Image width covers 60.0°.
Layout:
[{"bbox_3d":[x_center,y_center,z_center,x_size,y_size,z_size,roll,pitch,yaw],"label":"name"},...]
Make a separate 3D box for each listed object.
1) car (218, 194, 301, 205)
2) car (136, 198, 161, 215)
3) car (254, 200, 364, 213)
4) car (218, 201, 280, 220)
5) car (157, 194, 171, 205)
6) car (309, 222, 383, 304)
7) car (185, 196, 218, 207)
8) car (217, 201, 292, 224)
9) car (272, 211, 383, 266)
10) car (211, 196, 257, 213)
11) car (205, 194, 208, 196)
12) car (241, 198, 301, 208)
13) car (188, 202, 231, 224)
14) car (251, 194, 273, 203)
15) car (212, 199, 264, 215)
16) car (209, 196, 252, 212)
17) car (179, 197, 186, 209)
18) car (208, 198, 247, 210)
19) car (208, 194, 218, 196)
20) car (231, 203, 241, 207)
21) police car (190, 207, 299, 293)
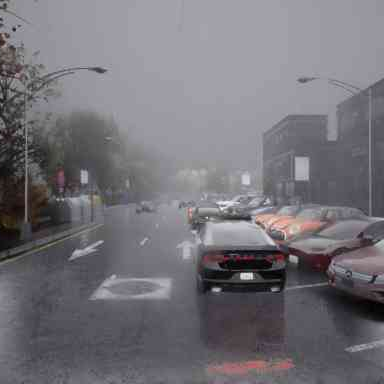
[{"bbox_3d":[4.945,1.251,22.257,5.566,2.045,2.435,1,0,-21],"label":"car"},{"bbox_3d":[-4.678,1.612,35.040,1.994,1.385,4.181,0,0,-1],"label":"car"},{"bbox_3d":[5.125,1.366,13.283,4.553,1.767,2.185,1,0,-21],"label":"car"},{"bbox_3d":[4.837,1.544,28.271,4.792,1.488,2.163,1,0,-21],"label":"car"},{"bbox_3d":[-5.072,1.366,61.019,2.150,2.045,5.566,0,0,-1],"label":"car"},{"bbox_3d":[5.193,1.527,7.271,4.674,1.452,2.002,1,0,-21],"label":"car"},{"bbox_3d":[0.760,1.373,24.885,2.097,1.767,4.553,0,0,-1],"label":"car"},{"bbox_3d":[4.737,1.503,25.211,5.366,1.575,1.946,1,0,-21],"label":"car"},{"bbox_3d":[5.113,1.518,10.262,4.792,1.488,2.163,1,0,-21],"label":"car"},{"bbox_3d":[4.701,1.414,37.286,4.553,1.767,2.185,1,0,-21],"label":"car"},{"bbox_3d":[4.626,1.446,46.304,4.553,1.767,2.185,1,0,-21],"label":"car"},{"bbox_3d":[5.078,1.369,16.284,4.553,1.767,2.185,1,0,-21],"label":"car"},{"bbox_3d":[0.854,1.518,18.915,1.837,1.490,4.892,0,0,-1],"label":"car"},{"bbox_3d":[16.971,1.463,80.560,2.435,2.045,5.566,0,0,-22],"label":"car"},{"bbox_3d":[4.752,1.560,34.271,4.792,1.488,2.163,1,0,-21],"label":"car"},{"bbox_3d":[4.655,1.424,40.286,4.553,1.767,2.185,1,0,-21],"label":"car"},{"bbox_3d":[-0.766,1.441,46.848,2.097,1.767,4.553,0,0,0],"label":"car"},{"bbox_3d":[4.640,1.600,43.295,4.674,1.452,2.002,1,0,-21],"label":"car"},{"bbox_3d":[4.799,1.270,31.273,5.566,2.045,2.435,1,0,-21],"label":"car"},{"bbox_3d":[4.996,1.538,19.279,4.674,1.452,2.002,1,0,-21],"label":"car"},{"bbox_3d":[1.015,1.427,9.026,1.930,1.638,5.238,0,0,-1],"label":"police car"}]
